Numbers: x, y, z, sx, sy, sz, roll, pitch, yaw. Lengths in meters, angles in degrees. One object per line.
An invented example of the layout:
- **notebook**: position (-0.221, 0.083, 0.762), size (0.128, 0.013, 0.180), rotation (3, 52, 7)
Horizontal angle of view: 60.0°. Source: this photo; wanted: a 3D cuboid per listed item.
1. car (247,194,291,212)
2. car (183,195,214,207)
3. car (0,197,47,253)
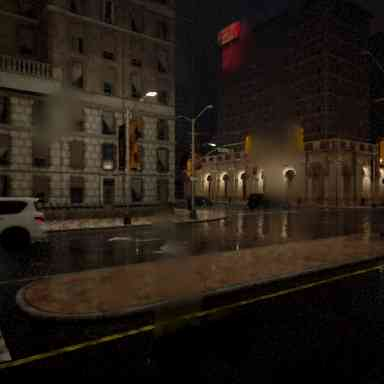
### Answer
- **car**: position (9.002, 1.223, 39.270), size (2.150, 2.045, 5.566), rotation (0, 0, -36)
- **car**: position (1.242, 1.355, 50.146), size (2.097, 1.767, 4.553), rotation (0, 0, -35)
- **car**: position (-8.346, 1.221, 12.171), size (5.566, 2.045, 2.150), rotation (0, 0, -35)
